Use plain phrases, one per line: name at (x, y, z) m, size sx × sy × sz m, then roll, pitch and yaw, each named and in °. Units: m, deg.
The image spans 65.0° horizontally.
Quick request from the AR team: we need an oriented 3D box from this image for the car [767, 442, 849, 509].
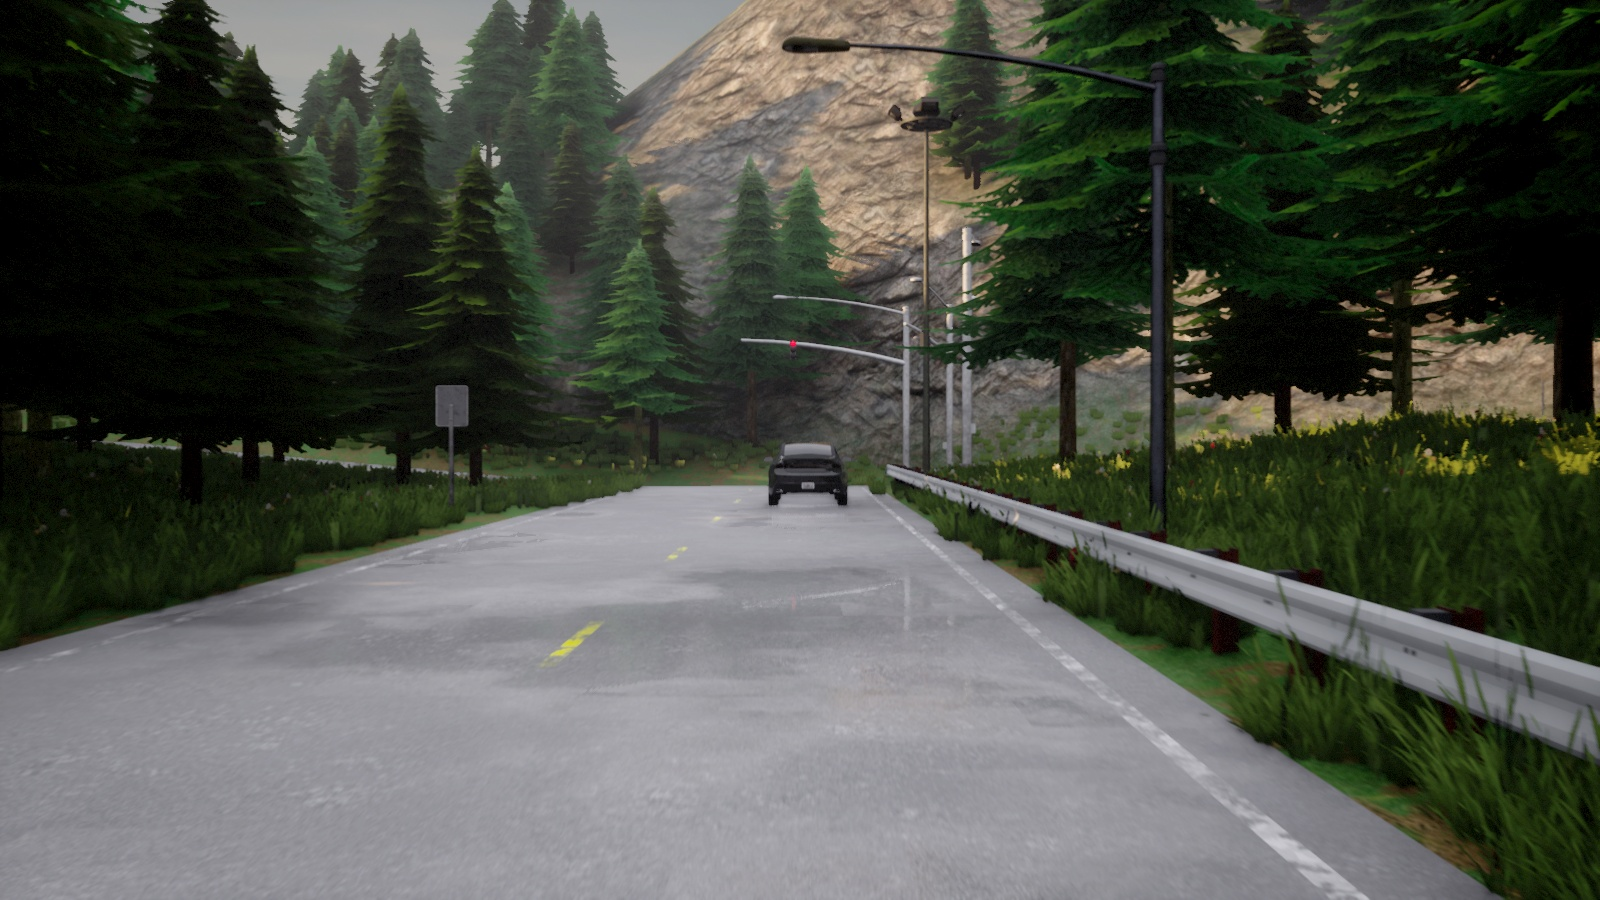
car at (0.187, 0.544, 30.374) m, size 1.837 × 1.490 × 4.892 m, roll 0°, pitch 0°, yaw 0°
